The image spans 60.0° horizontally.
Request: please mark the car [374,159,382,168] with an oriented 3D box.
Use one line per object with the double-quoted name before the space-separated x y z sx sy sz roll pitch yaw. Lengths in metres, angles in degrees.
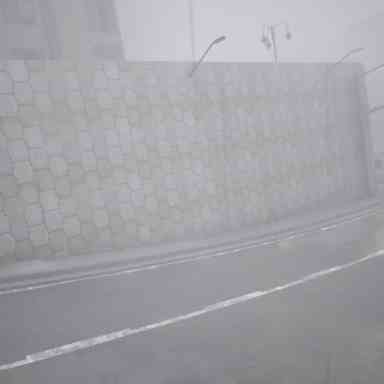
"car" 17.365 -3.076 35.395 1.882 1.535 5.008 -15 9 -34
